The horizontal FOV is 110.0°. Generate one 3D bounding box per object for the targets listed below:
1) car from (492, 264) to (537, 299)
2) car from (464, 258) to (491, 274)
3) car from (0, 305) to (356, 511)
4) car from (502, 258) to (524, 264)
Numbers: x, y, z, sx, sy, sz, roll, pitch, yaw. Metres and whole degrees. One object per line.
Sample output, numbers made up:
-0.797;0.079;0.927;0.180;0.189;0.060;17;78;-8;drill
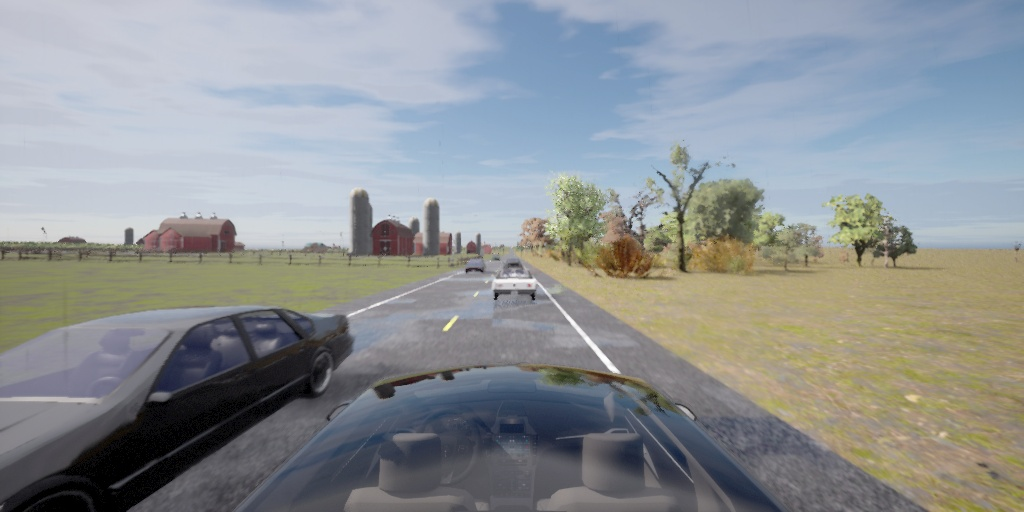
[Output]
0.105;1.220;16.990;1.895;1.301;4.718;0;1;0;car
-3.575;1.004;36.003;2.033;1.411;5.357;0;1;0;car
-3.557;1.280;3.705;2.033;1.411;5.357;0;0;1;car
0.105;0.972;34.712;1.837;1.490;4.892;0;0;0;car
